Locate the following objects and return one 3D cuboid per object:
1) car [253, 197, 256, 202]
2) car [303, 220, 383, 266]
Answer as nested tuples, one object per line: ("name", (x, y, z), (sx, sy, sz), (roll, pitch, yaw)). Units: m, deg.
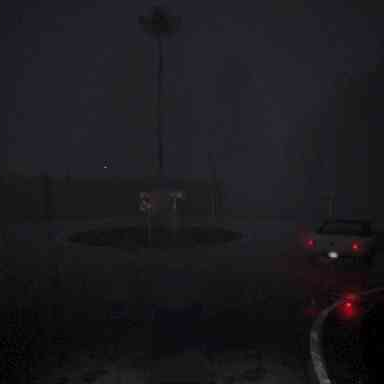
("car", (12.827, 1.583, 73.868), (1.994, 1.381, 4.181), (0, 0, -1))
("car", (5.695, 1.632, 11.860), (1.895, 1.301, 4.718), (0, 0, 39))
